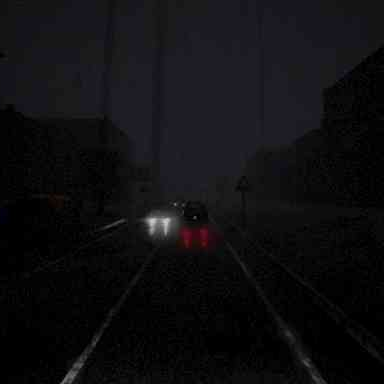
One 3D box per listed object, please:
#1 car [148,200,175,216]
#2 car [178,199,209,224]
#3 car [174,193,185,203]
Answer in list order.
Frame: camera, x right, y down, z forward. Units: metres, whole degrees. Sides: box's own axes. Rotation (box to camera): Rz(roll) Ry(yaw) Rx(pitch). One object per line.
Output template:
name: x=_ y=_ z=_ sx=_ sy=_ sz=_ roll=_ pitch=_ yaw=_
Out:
car: x=-2.931 y=1.593 z=31.119 sx=1.994 sy=1.385 sz=4.181 roll=0 pitch=-2 yaw=0
car: x=0.230 y=1.540 z=24.871 sx=2.128 sy=1.511 sz=4.902 roll=0 pitch=0 yaw=0
car: x=-2.623 y=1.233 z=71.416 sx=2.150 sy=2.045 sz=5.566 roll=0 pitch=0 yaw=0
